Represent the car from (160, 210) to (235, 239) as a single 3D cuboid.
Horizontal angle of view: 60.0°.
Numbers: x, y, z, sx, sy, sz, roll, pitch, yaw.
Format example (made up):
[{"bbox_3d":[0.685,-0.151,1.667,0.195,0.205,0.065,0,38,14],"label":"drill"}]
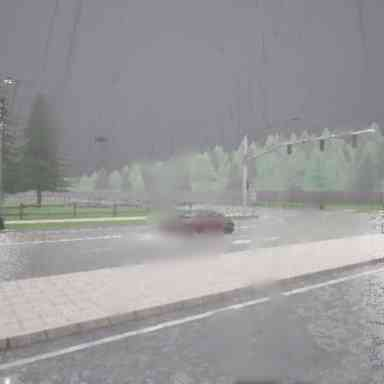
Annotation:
[{"bbox_3d":[0.336,1.679,18.269,4.181,1.385,1.994,1,0,-35],"label":"car"}]
